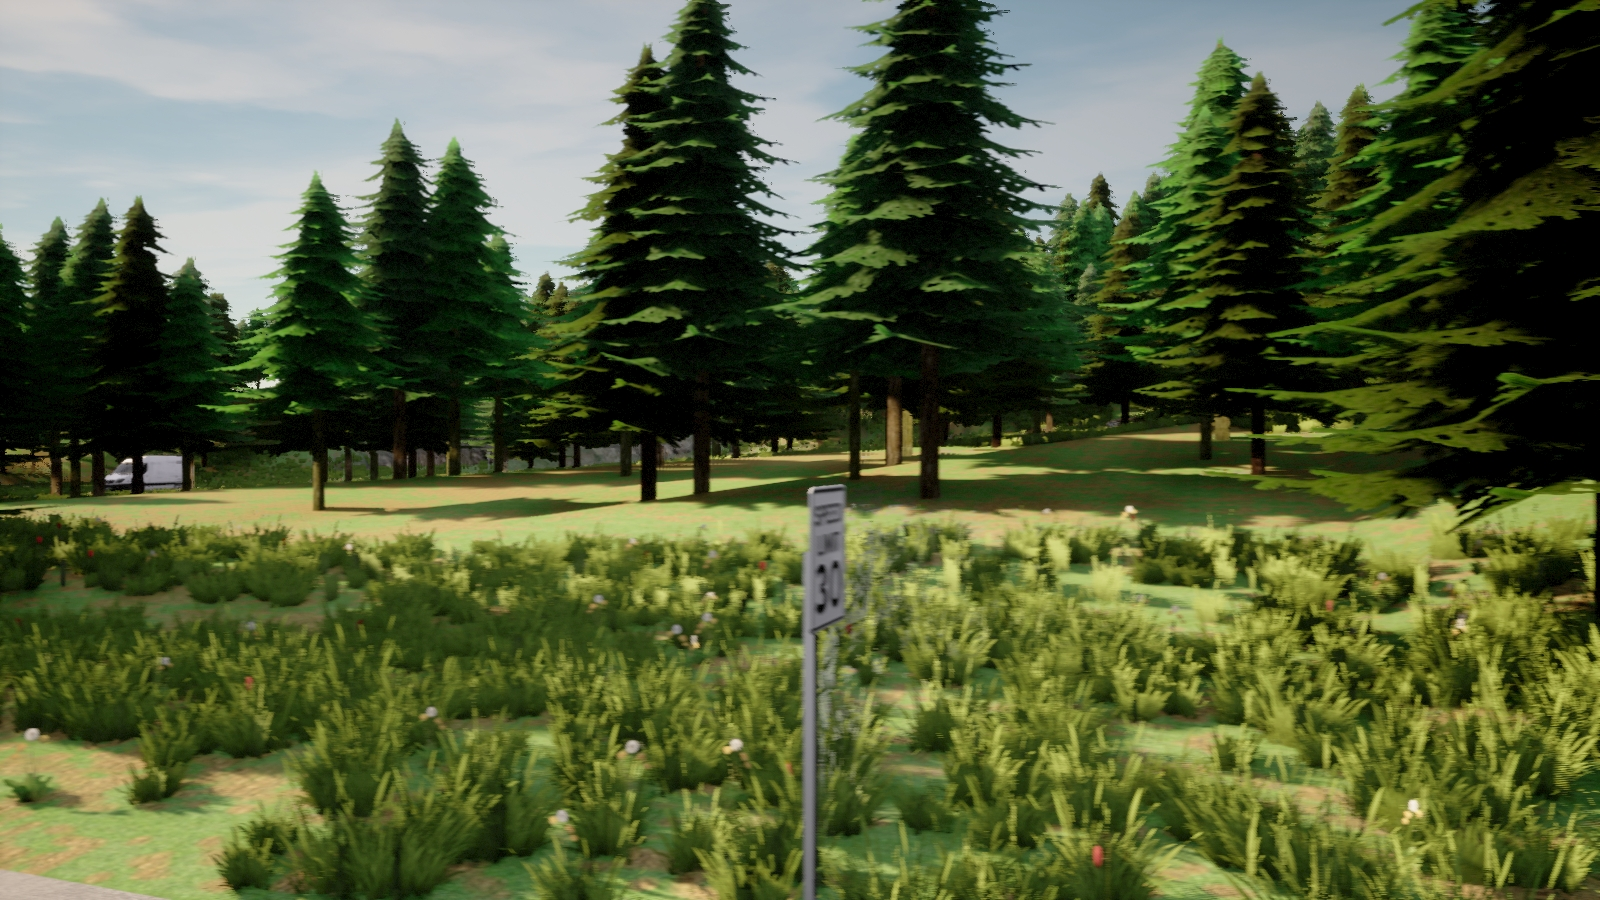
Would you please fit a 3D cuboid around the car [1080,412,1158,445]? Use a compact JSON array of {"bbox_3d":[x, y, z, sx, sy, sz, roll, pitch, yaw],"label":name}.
[{"bbox_3d":[21.338,-1.398,76.538,2.097,1.767,4.553,0,-5,-37],"label":"car"}]
